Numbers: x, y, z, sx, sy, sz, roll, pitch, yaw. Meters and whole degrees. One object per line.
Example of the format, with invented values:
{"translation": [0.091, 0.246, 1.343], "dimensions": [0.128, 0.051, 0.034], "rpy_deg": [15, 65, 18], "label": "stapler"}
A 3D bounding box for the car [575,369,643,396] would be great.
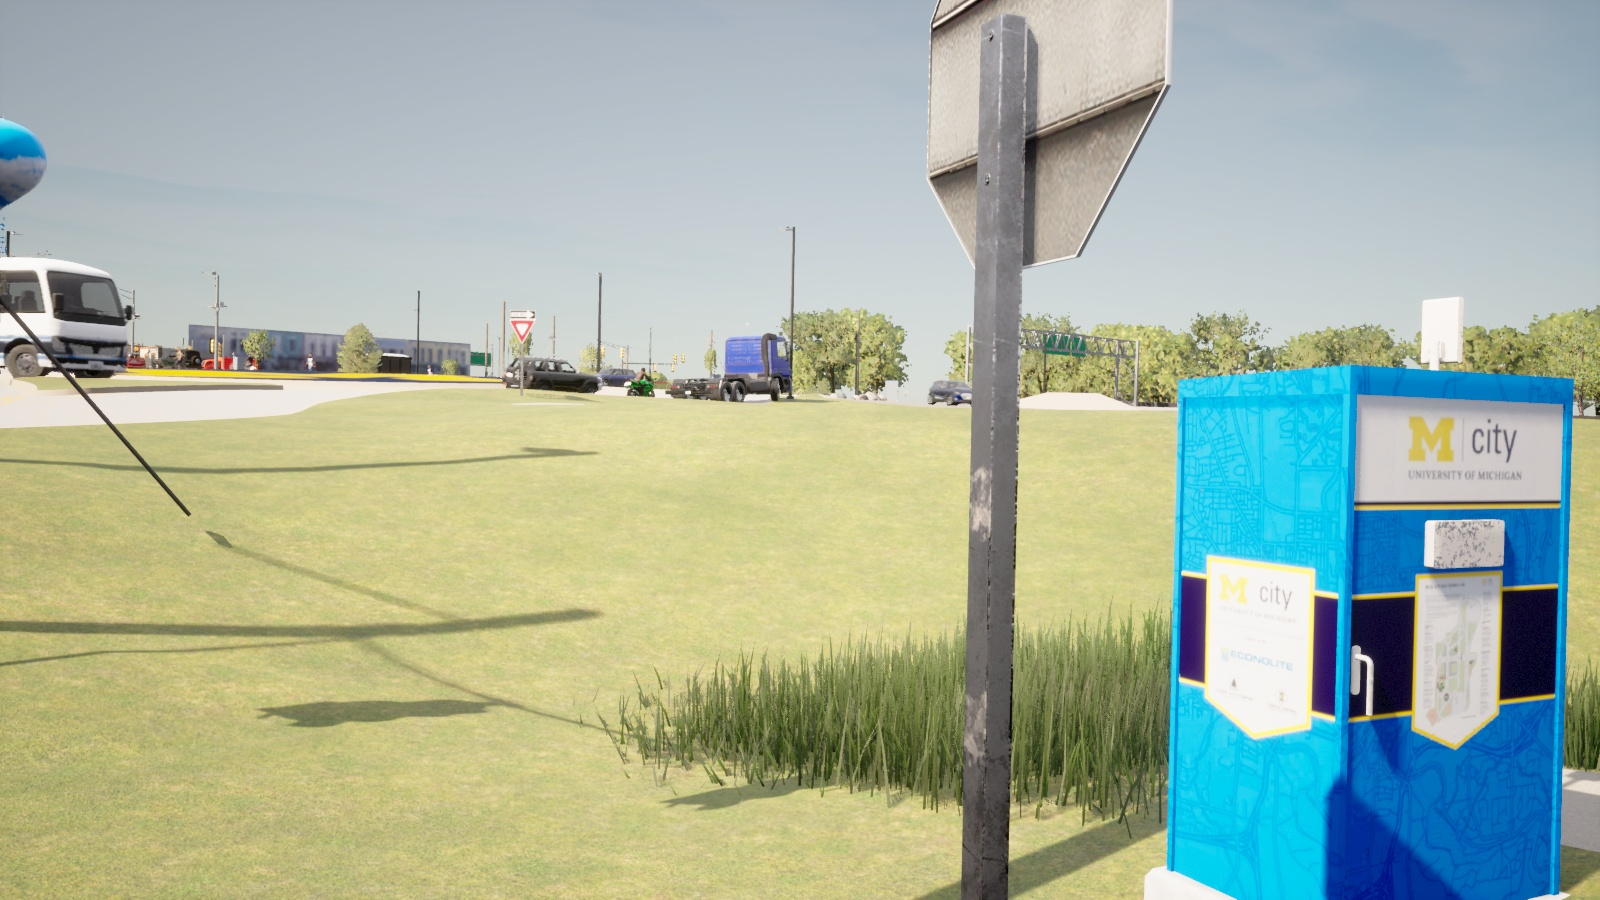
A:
{"translation": [-13.913, -4.901, 91.651], "dimensions": [2.097, 1.767, 4.553], "rpy_deg": [1, 1, 42], "label": "car"}

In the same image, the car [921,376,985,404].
{"translation": [9.492, -3.762, 78.257], "dimensions": [2.033, 1.649, 4.856], "rpy_deg": [0, 3, -18], "label": "car"}

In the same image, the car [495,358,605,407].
{"translation": [-11.065, -2.967, 55.922], "dimensions": [1.932, 1.855, 4.605], "rpy_deg": [9, 6, 35], "label": "car"}

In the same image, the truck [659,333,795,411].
{"translation": [-3.442, -3.935, 62.062], "dimensions": [2.891, 3.462, 7.936], "rpy_deg": [-1, 5, 27], "label": "truck"}

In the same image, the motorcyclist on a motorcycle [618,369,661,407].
{"translation": [-6.850, -2.639, 53.777], "dimensions": [0.797, 1.523, 2.044], "rpy_deg": [0, 1, 28], "label": "motorcyclist on a motorcycle"}

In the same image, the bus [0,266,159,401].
{"translation": [-27.909, -3.845, 43.344], "dimensions": [10.273, 4.253, 3.944], "rpy_deg": [1, 2, 16], "label": "bus"}
